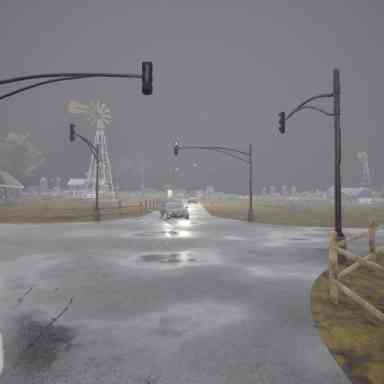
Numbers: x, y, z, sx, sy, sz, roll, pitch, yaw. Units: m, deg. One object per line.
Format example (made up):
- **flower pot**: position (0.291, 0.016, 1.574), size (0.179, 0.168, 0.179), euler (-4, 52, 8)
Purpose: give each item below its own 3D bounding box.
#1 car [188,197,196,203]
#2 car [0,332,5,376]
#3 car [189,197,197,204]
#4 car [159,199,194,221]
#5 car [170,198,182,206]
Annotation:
- **car**: position (-0.035, 1.859, 79.154), size (1.812, 1.442, 4.674), euler (0, 0, 0)
- **car**: position (-2.797, 1.601, 1.047), size (1.895, 1.301, 4.718), euler (0, 0, 1)
- **car**: position (0.062, 1.788, 69.141), size (1.812, 1.442, 4.674), euler (0, 0, 0)
- **car**: position (-1.592, 1.554, 27.592), size (1.837, 1.490, 4.892), euler (-1, -1, -15)
- **car**: position (-2.854, 1.760, 59.158), size (1.994, 1.385, 4.181), euler (0, 0, 0)
